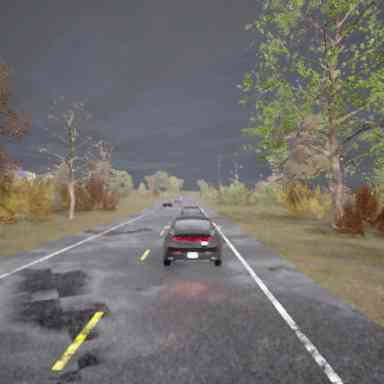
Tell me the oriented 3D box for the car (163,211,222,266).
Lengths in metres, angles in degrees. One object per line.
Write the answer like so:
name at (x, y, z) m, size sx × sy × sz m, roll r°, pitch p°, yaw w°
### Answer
car at (0.032, 1.620, 11.917) m, size 1.837 × 1.490 × 4.892 m, roll 0°, pitch -1°, yaw 0°

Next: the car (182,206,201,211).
car at (-0.032, 1.796, 25.159) m, size 2.033 × 1.411 × 5.357 m, roll 0°, pitch -1°, yaw 0°

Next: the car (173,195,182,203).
car at (-3.933, 1.916, 91.431) m, size 2.150 × 2.045 × 5.566 m, roll 0°, pitch 0°, yaw 0°

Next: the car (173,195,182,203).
car at (-3.778, 2.113, 84.001) m, size 2.033 × 1.411 × 5.357 m, roll 0°, pitch 0°, yaw -2°

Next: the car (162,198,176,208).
car at (-4.221, 2.147, 58.068) m, size 1.895 × 1.301 × 4.718 m, roll 0°, pitch 0°, yaw -4°
